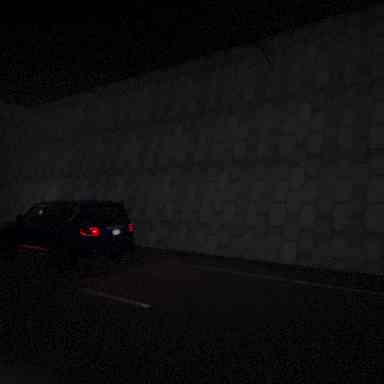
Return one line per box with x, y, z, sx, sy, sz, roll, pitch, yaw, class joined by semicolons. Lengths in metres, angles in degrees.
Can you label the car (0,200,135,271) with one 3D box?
-4.428;1.305;11.438;5.566;2.045;2.150;-1;0;35;car
